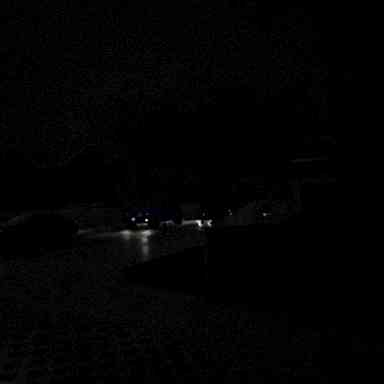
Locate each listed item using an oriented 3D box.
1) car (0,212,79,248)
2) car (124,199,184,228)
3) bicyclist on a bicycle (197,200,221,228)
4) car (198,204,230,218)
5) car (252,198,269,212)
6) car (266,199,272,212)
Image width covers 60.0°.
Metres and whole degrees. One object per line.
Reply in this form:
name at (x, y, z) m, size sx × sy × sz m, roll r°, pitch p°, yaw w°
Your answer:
car at (-7.599, 1.699, 15.802) m, size 1.812 × 1.442 × 4.674 m, roll -3°, pitch -2°, yaw 31°
car at (-2.659, 1.528, 24.828) m, size 2.150 × 2.045 × 5.566 m, roll -3°, pitch -2°, yaw 28°
bicyclist on a bicycle at (1.017, 1.311, 19.319) m, size 1.656 × 1.620 × 0.582 m, roll -3°, pitch -2°, yaw 28°
car at (2.278, 1.933, 33.902) m, size 2.128 × 1.511 × 4.902 m, roll -3°, pitch -2°, yaw 29°
car at (9.731, 1.870, 47.517) m, size 2.150 × 2.045 × 5.566 m, roll -3°, pitch -2°, yaw 28°
car at (12.388, 2.019, 46.413) m, size 1.882 × 1.535 × 5.008 m, roll -3°, pitch -2°, yaw 28°
